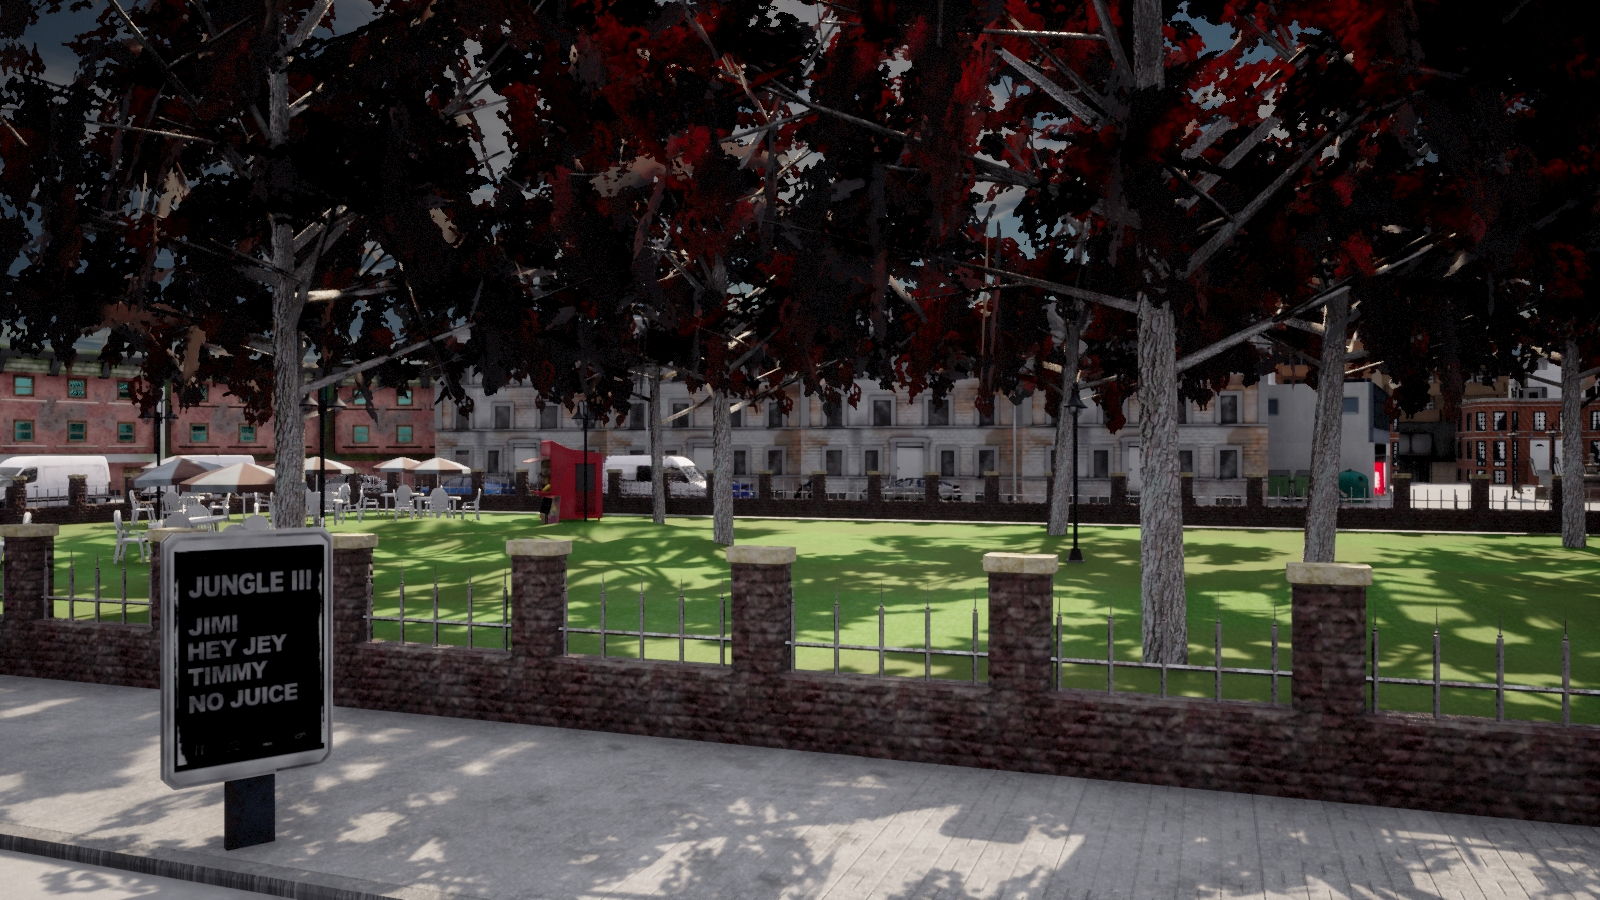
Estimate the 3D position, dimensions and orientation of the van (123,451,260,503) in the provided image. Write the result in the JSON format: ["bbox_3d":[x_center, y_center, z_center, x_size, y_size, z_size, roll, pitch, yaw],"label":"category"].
[{"bbox_3d":[-31.314,1.336,58.944,1.988,2.561,5.915,0,0,41],"label":"van"}]

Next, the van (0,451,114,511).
[{"bbox_3d":[-34.456,1.334,51.696,1.988,2.561,5.915,0,0,21],"label":"van"}]

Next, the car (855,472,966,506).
[{"bbox_3d":[5.260,1.833,54.337,4.902,1.511,2.128,0,0,20],"label":"car"}]

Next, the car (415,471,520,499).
[{"bbox_3d":[-18.262,1.902,62.828,5.357,1.411,2.033,0,0,19],"label":"car"}]
